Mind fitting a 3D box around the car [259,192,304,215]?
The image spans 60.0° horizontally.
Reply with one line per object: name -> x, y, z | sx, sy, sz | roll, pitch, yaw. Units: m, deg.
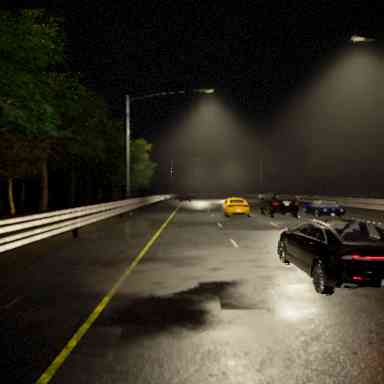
car -> 7.116, 1.008, 27.584 | 2.150, 2.045, 5.566 | 0, 0, 0

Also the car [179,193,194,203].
car -> -1.189, 0.971, 59.857 | 2.097, 1.767, 4.553 | 0, 0, 0

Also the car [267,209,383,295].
car -> 3.604, 1.428, 8.493 | 2.128, 1.511, 4.902 | 0, 0, 0

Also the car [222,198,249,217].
car -> 3.615, 1.258, 28.180 | 1.882, 1.535, 5.008 | 0, 0, 0

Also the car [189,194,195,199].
car -> 0.058, 1.233, 94.259 | 1.812, 1.442, 4.674 | 0, -1, 0

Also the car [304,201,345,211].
car -> 10.615, 1.390, 27.226 | 1.895, 1.301, 4.718 | 0, 0, 0

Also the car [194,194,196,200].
car -> 0.048, 1.053, 78.572 | 1.812, 1.442, 4.674 | 0, 0, 0
